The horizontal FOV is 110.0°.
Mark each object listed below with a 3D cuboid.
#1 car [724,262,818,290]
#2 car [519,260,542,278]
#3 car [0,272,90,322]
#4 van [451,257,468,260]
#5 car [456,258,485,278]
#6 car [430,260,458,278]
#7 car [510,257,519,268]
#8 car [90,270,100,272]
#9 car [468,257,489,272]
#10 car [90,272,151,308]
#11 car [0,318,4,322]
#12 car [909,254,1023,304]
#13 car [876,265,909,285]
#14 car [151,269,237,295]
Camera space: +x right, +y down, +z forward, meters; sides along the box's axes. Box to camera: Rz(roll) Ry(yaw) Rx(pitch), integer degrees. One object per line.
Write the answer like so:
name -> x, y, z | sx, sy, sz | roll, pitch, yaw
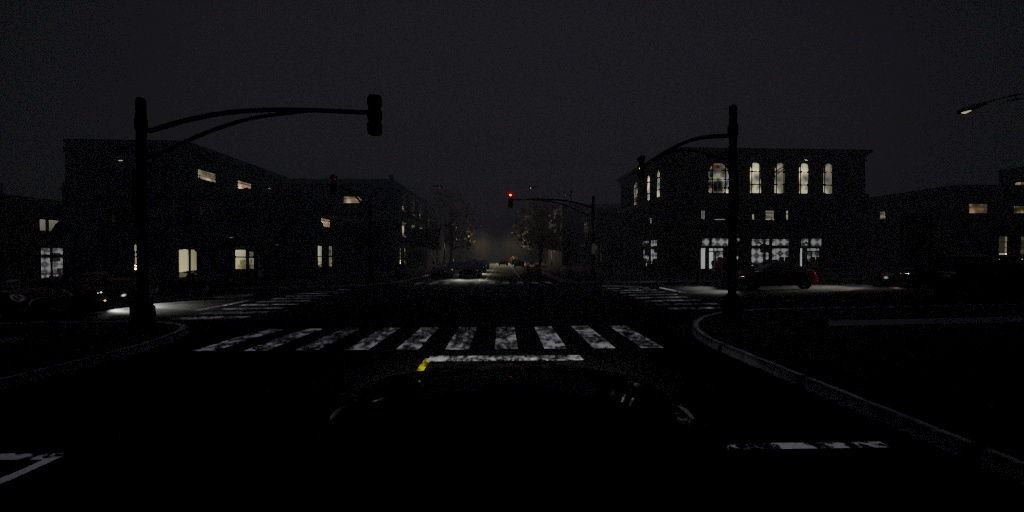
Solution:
car -> 14.309, 1.063, 19.917 | 4.674, 1.442, 1.812 | -1, 1, -2
car -> 1.886, 1.269, 33.969 | 1.751, 1.417, 4.829 | 0, 0, -1
car -> -18.344, 1.422, 12.745 | 4.097, 1.591, 1.967 | 0, 0, -2
van -> -6.769, 1.082, 44.674 | 1.690, 1.789, 3.998 | 0, 0, -1
car -> -3.916, 1.221, 34.412 | 1.882, 1.535, 5.008 | 0, 0, -2
car -> -6.487, 1.326, 33.586 | 1.802, 1.307, 4.207 | 0, 0, -1
car -> 1.186, 1.288, 61.521 | 2.007, 1.370, 4.403 | 0, 0, -1
car -> -24.494, 1.500, 20.833 | 4.829, 1.417, 1.751 | 0, 0, -2
car -> -4.174, 1.219, 44.451 | 1.882, 1.535, 5.008 | 0, 0, -1
car -> -18.638, 1.526, 15.291 | 4.181, 1.385, 1.994 | -1, 1, -2
car -> -5.661, 1.295, 1.077 | 1.888, 1.381, 4.507 | 0, 0, -1
car -> 19.644, 0.843, 14.358 | 5.009, 1.841, 2.192 | 0, 0, -2
car -> 23.531, 0.918, 20.316 | 4.902, 1.511, 2.128 | -1, 1, -2
car -> -18.676, 1.474, 21.085 | 4.313, 1.339, 1.948 | 0, 0, -2
